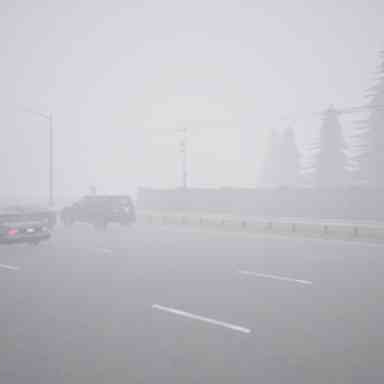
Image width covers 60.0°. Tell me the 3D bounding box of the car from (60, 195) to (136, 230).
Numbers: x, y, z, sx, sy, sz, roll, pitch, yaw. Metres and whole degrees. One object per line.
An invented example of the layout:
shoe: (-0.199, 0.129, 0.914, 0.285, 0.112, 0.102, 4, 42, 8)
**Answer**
car: (-6.038, 1.189, 21.198, 5.566, 2.045, 2.150, 0, 0, 36)

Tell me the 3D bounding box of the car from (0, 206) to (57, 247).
car: (-8.210, 1.520, 14.149, 5.357, 1.411, 2.033, 0, 0, 36)

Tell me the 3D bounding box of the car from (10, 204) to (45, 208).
car: (-10.119, 1.441, 19.810, 5.008, 1.535, 1.882, 0, 0, 36)
